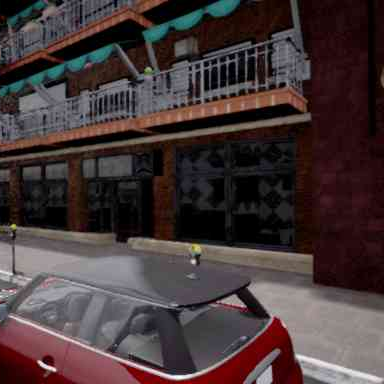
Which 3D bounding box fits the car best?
[{"bbox_3d":[-1.036,1.438,3.628,4.097,1.590,1.967,0,-1,36],"label":"car"}]
